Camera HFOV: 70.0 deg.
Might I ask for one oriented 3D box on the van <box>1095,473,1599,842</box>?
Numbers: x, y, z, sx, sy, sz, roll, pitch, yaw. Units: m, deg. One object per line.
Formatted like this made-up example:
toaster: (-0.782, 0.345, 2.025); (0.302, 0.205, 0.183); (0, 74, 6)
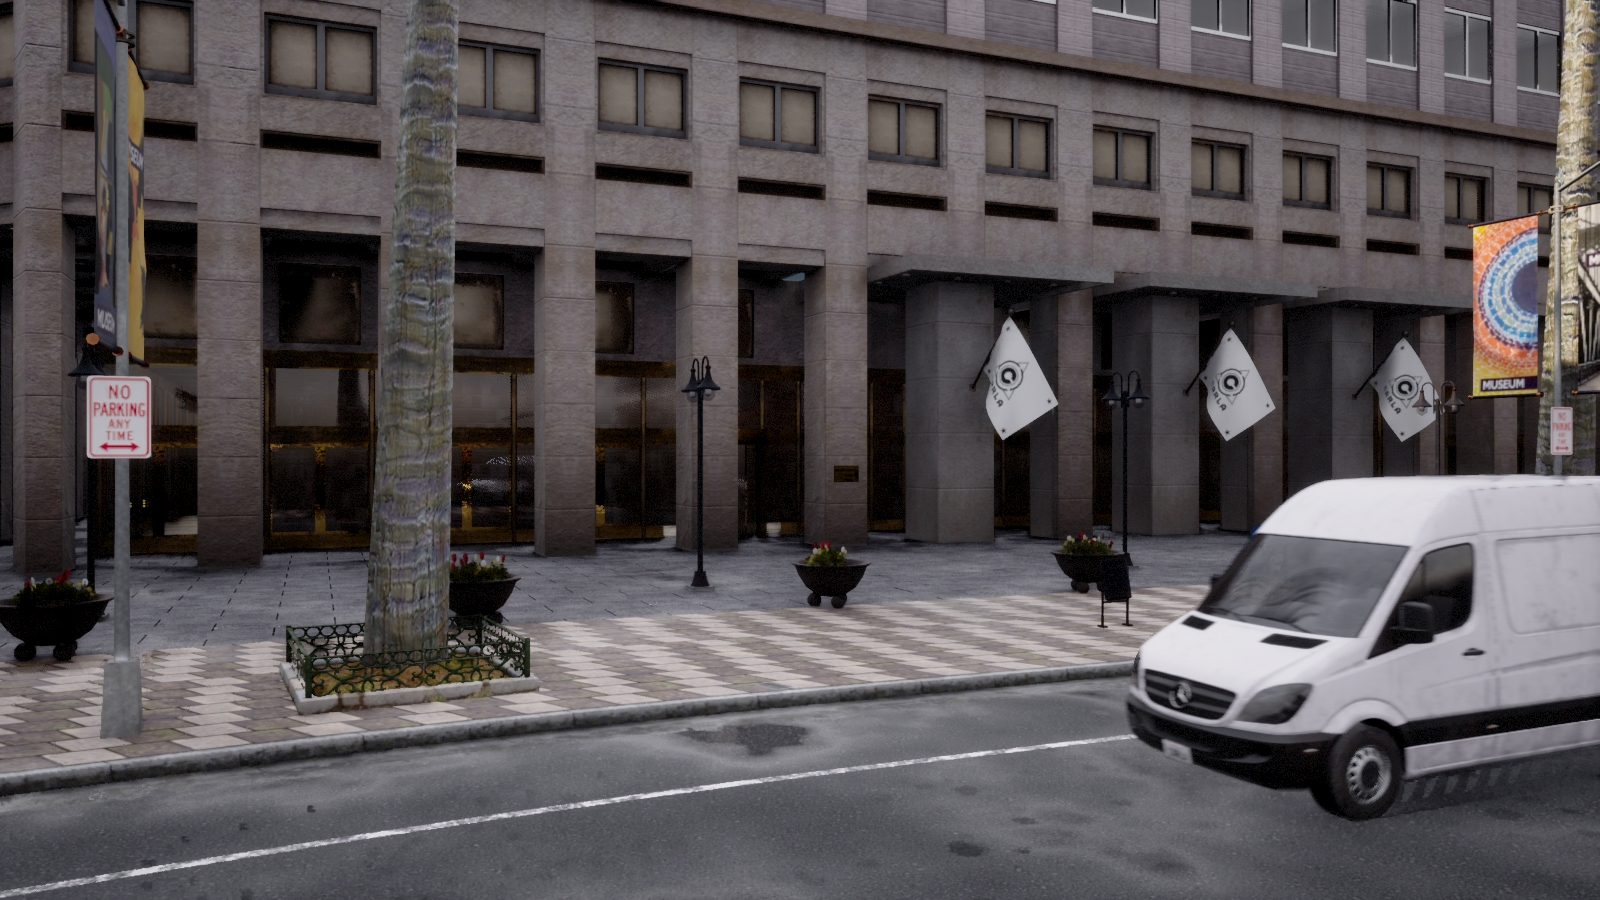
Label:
van: (5.709, 1.534, 10.271); (5.915, 2.561, 1.988); (0, 0, -23)
